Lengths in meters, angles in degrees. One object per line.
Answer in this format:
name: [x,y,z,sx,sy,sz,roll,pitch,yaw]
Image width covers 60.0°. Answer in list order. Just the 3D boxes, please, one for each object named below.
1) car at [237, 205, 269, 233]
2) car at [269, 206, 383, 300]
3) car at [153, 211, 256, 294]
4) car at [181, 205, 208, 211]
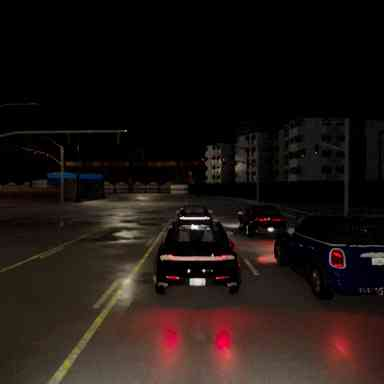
car: [3.627,1.468,17.761,1.837,1.490,4.892,0,0,0]
car: [3.613,1.349,8.511,2.097,1.767,4.553,0,0,0]
car: [0.112,1.487,8.736,2.128,1.511,4.902,0,0,0]
car: [0.129,1.449,18.148,2.128,1.511,4.902,0,0,0]
